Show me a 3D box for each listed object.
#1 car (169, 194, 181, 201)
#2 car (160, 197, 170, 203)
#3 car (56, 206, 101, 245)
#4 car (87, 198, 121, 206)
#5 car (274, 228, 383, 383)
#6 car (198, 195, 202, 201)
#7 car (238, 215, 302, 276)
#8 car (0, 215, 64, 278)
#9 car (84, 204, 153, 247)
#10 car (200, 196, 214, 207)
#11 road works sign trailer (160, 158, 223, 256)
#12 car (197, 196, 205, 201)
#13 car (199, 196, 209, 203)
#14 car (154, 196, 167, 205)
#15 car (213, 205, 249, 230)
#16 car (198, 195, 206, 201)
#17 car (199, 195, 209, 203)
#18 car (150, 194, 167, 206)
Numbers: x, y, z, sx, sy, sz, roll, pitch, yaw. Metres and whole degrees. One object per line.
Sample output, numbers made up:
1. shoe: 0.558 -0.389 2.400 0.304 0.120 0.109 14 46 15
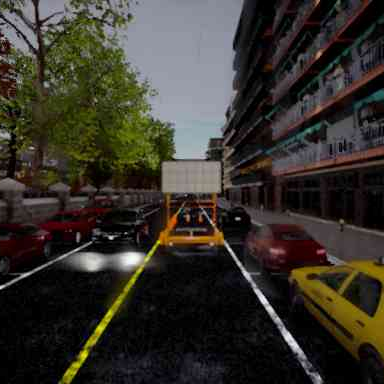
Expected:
1. car: -3.093 0.941 55.859 2.150 2.045 5.566 0 0 0
2. car: -5.812 1.693 72.048 2.008 1.369 4.403 0 0 0
3. car: -5.716 1.567 15.745 1.887 1.381 4.507 0 0 0
4. car: -5.725 1.346 21.378 2.192 1.841 5.009 0 0 0
5. car: 2.684 1.531 4.669 1.752 1.417 4.829 0 0 0
6. car: 2.588 1.553 60.802 1.967 1.590 4.097 0 0 0
7. car: 2.674 1.595 10.130 1.802 1.307 4.206 0 0 0
8. car: -5.706 1.596 10.115 1.802 1.307 4.206 0 0 0
9. car: -3.124 1.526 15.237 1.837 1.490 4.892 0 0 0
10. car: 2.607 1.630 49.542 1.887 1.381 4.507 0 0 0
11. road works sign trailer: -0.021 0.482 13.149 2.380 3.560 2.880 0 0 0
12. car: 2.530 1.772 94.584 1.947 1.339 4.313 0 0 0
13. car: 2.568 1.582 72.063 1.967 1.590 4.097 0 0 0
14. car: -5.793 1.554 60.787 1.967 1.590 4.097 0 0 0
15. car: 2.655 1.596 21.392 1.947 1.339 4.313 0 0 0
16. car: 2.539 1.629 88.954 1.967 1.590 4.097 0 0 0
17. car: 2.597 1.644 55.173 1.887 1.381 4.507 0 0 0
18. car: -5.784 1.540 55.158 1.967 1.590 4.097 0 0 0
